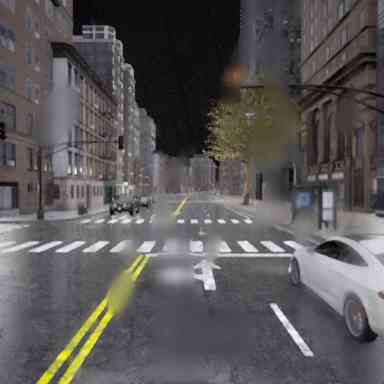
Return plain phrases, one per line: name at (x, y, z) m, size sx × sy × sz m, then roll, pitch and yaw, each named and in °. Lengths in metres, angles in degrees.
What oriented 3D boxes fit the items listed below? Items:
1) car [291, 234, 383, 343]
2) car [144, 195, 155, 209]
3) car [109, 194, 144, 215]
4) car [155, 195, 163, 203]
car at (3.336, 1.523, 6.323) m, size 1.812 × 1.442 × 4.674 m, roll 0°, pitch 0°, yaw 0°
car at (-6.693, 1.419, 45.375) m, size 1.882 × 1.535 × 5.008 m, roll 0°, pitch 0°, yaw 0°
car at (-6.641, 1.189, 33.421) m, size 2.150 × 2.045 × 5.566 m, roll 0°, pitch 0°, yaw 1°
car at (-6.670, 1.362, 64.204) m, size 2.128 × 1.511 × 4.902 m, roll 0°, pitch 0°, yaw 0°
